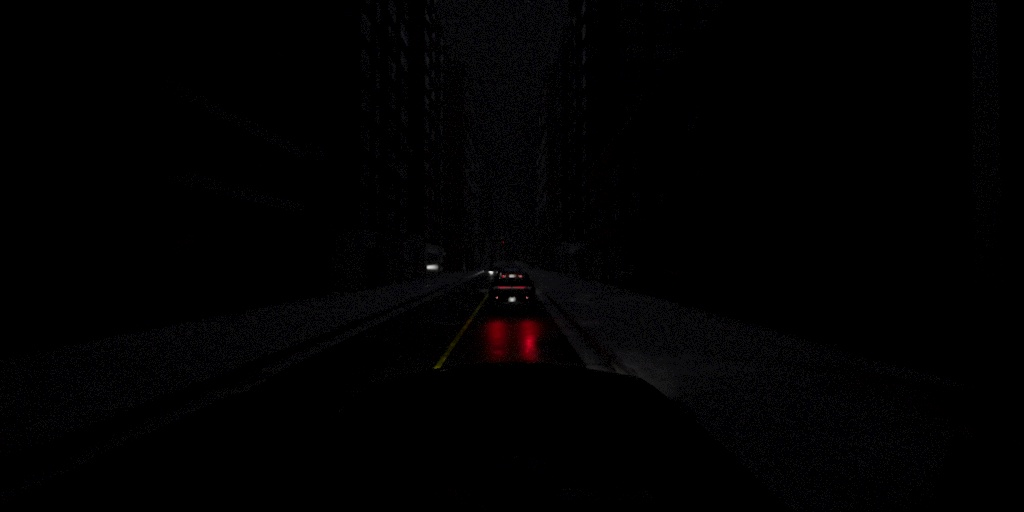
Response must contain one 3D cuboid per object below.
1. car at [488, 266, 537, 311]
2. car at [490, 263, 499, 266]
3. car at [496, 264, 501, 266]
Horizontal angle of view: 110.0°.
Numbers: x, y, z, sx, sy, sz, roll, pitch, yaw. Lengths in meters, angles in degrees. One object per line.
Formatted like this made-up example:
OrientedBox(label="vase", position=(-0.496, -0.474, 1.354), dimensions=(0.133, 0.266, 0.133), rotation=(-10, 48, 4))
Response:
OrientedBox(label="car", position=(0.022, 1.382, 15.354), dimensions=(2.128, 1.511, 4.902), rotation=(0, 0, 1))
OrientedBox(label="car", position=(-2.799, 1.890, 61.872), dimensions=(1.812, 1.442, 4.674), rotation=(0, -1, 1))
OrientedBox(label="car", position=(0.010, 1.581, 29.385), dimensions=(2.033, 1.411, 5.357), rotation=(0, -1, 0))
